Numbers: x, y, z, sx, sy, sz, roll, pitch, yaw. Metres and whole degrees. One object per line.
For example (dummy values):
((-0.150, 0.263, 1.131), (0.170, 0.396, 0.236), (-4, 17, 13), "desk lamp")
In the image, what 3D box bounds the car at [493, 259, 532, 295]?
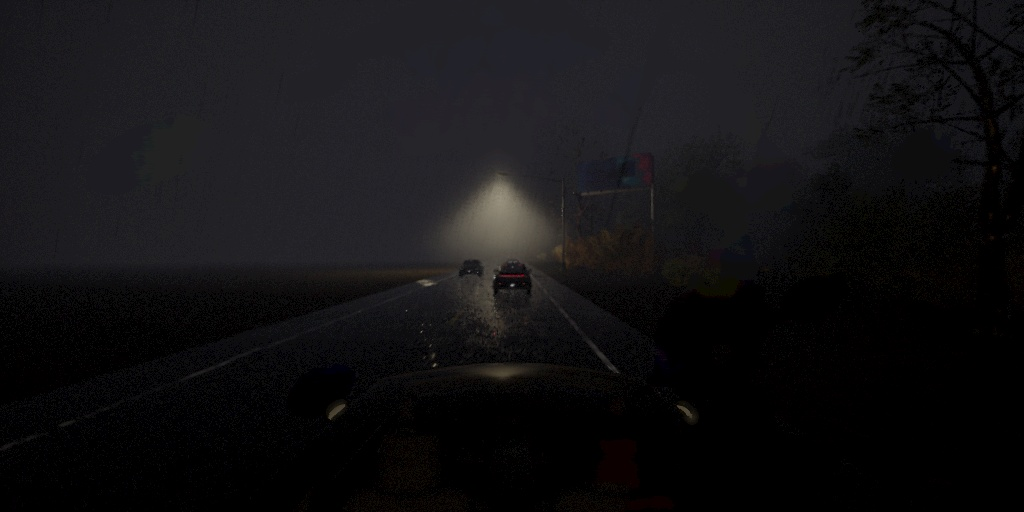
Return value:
((0.030, 1.109, 18.758), (2.128, 1.511, 4.902), (0, 1, 0), "car")

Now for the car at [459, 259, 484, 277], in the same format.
((-3.527, 1.023, 31.830), (1.837, 1.490, 4.892), (0, 0, 0), "car")
